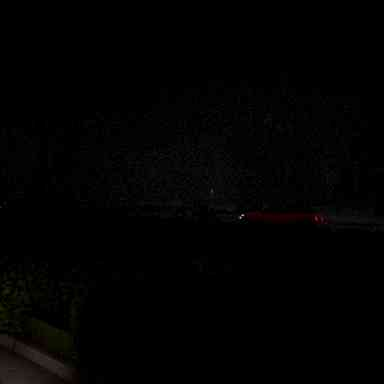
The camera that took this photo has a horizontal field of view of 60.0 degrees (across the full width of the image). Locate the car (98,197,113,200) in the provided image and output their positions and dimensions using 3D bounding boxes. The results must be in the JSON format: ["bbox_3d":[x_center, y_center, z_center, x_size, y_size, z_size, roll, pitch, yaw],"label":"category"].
[{"bbox_3d":[-14.303,1.504,55.825,1.994,1.385,4.181,0,0,36],"label":"car"}]

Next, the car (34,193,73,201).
[{"bbox_3d":[-19.832,1.146,48.005,2.150,2.045,5.566,0,0,37],"label":"car"}]

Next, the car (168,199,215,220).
[{"bbox_3d":[0.159,1.494,26.651,1.784,1.438,3.905,0,0,35],"label":"car"}]

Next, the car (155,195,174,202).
[{"bbox_3d":[-5.545,1.302,67.965,2.097,1.767,4.553,0,0,36],"label":"car"}]

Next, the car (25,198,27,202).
[{"bbox_3d":[-23.009,1.194,49.738,2.150,2.045,5.566,0,0,36],"label":"car"}]

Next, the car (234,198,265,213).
[{"bbox_3d":[6.586,1.477,37.860,1.816,1.474,4.193,0,0,35],"label":"car"}]

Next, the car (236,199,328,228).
[{"bbox_3d":[4.670,1.341,17.585,4.553,1.767,2.097,0,0,35],"label":"car"}]

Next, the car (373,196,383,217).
[{"bbox_3d":[17.940,1.307,30.567,1.905,1.878,3.866,0,0,35],"label":"car"}]
